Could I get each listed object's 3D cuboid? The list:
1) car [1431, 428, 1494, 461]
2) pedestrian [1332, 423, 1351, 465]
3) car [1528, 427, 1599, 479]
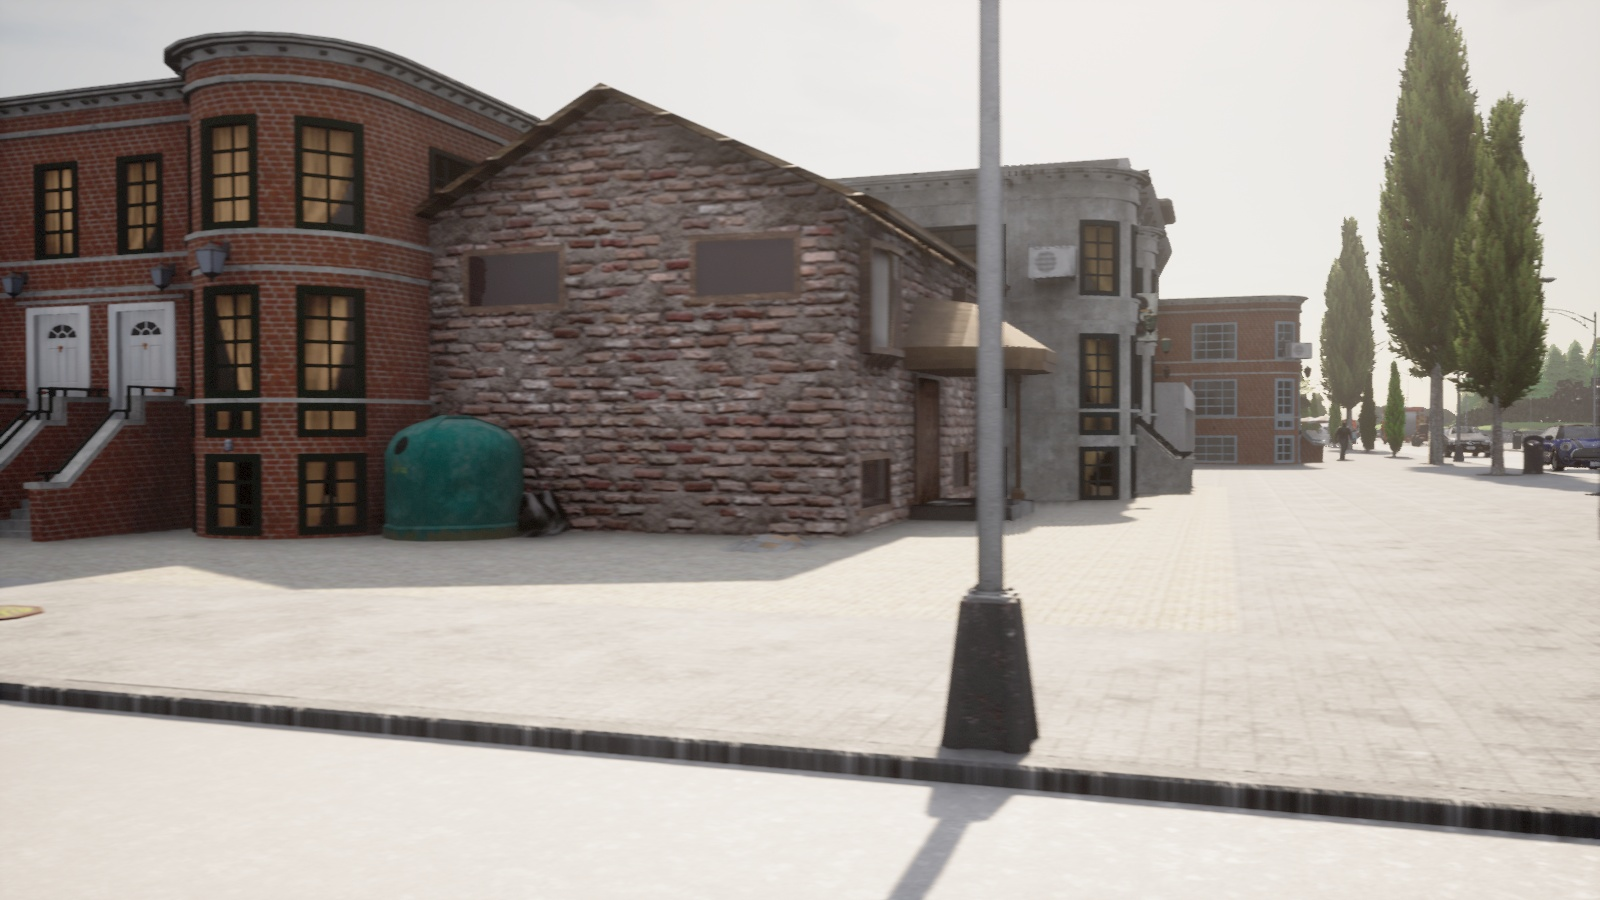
[{"bbox_3d":[34.801,-0.325,66.117,2.152,1.651,5.027,1,1,19],"label":"car"},{"bbox_3d":[24.592,-0.290,57.018,0.563,1.883,0.849,0,1,7],"label":"pedestrian"},{"bbox_3d":[27.558,0.072,44.587,2.097,1.767,4.553,1,1,19],"label":"car"}]
